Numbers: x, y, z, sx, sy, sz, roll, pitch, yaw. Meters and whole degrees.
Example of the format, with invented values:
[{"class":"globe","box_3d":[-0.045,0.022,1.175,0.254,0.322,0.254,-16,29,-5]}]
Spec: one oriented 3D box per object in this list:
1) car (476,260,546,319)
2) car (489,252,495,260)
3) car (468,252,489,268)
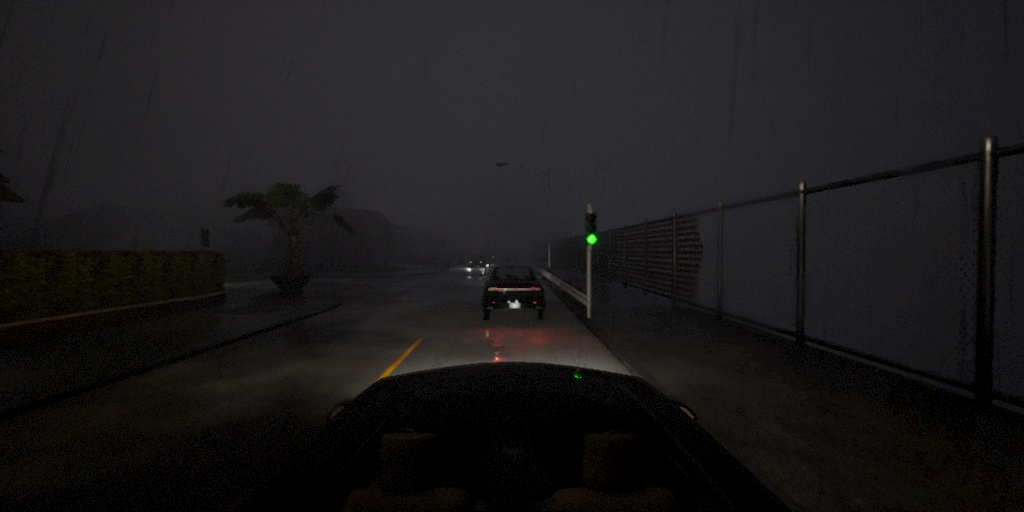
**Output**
[{"class":"car","box_3d":[-0.006,1.073,12.035,2.128,1.511,4.902,0,1,-2]},{"class":"car","box_3d":[-4.087,0.463,52.834,2.033,1.411,5.357,0,1,0]},{"class":"car","box_3d":[-4.105,0.581,42.969,1.837,1.490,4.892,0,1,0]}]
